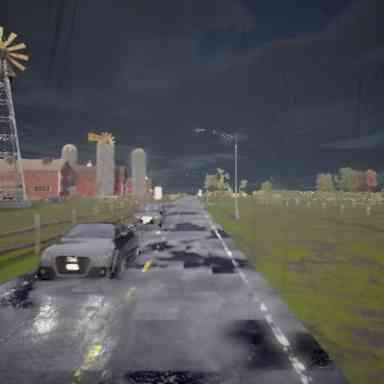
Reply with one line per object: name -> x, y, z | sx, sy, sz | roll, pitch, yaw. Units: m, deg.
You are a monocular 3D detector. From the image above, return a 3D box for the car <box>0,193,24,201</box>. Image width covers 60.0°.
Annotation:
car -> -37.918, 0.972, 69.933 | 4.553, 1.767, 2.097 | 1, -1, 0

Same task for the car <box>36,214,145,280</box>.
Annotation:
car -> -2.797, 1.573, 9.820 | 1.994, 1.385, 4.181 | 0, 0, 1

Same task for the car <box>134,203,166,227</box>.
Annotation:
car -> -2.798, 1.509, 22.788 | 2.128, 1.511, 4.902 | 0, 0, -1

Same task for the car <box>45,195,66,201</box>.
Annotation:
car -> -28.654, 1.291, 69.898 | 4.181, 1.385, 1.994 | 1, -1, 0
